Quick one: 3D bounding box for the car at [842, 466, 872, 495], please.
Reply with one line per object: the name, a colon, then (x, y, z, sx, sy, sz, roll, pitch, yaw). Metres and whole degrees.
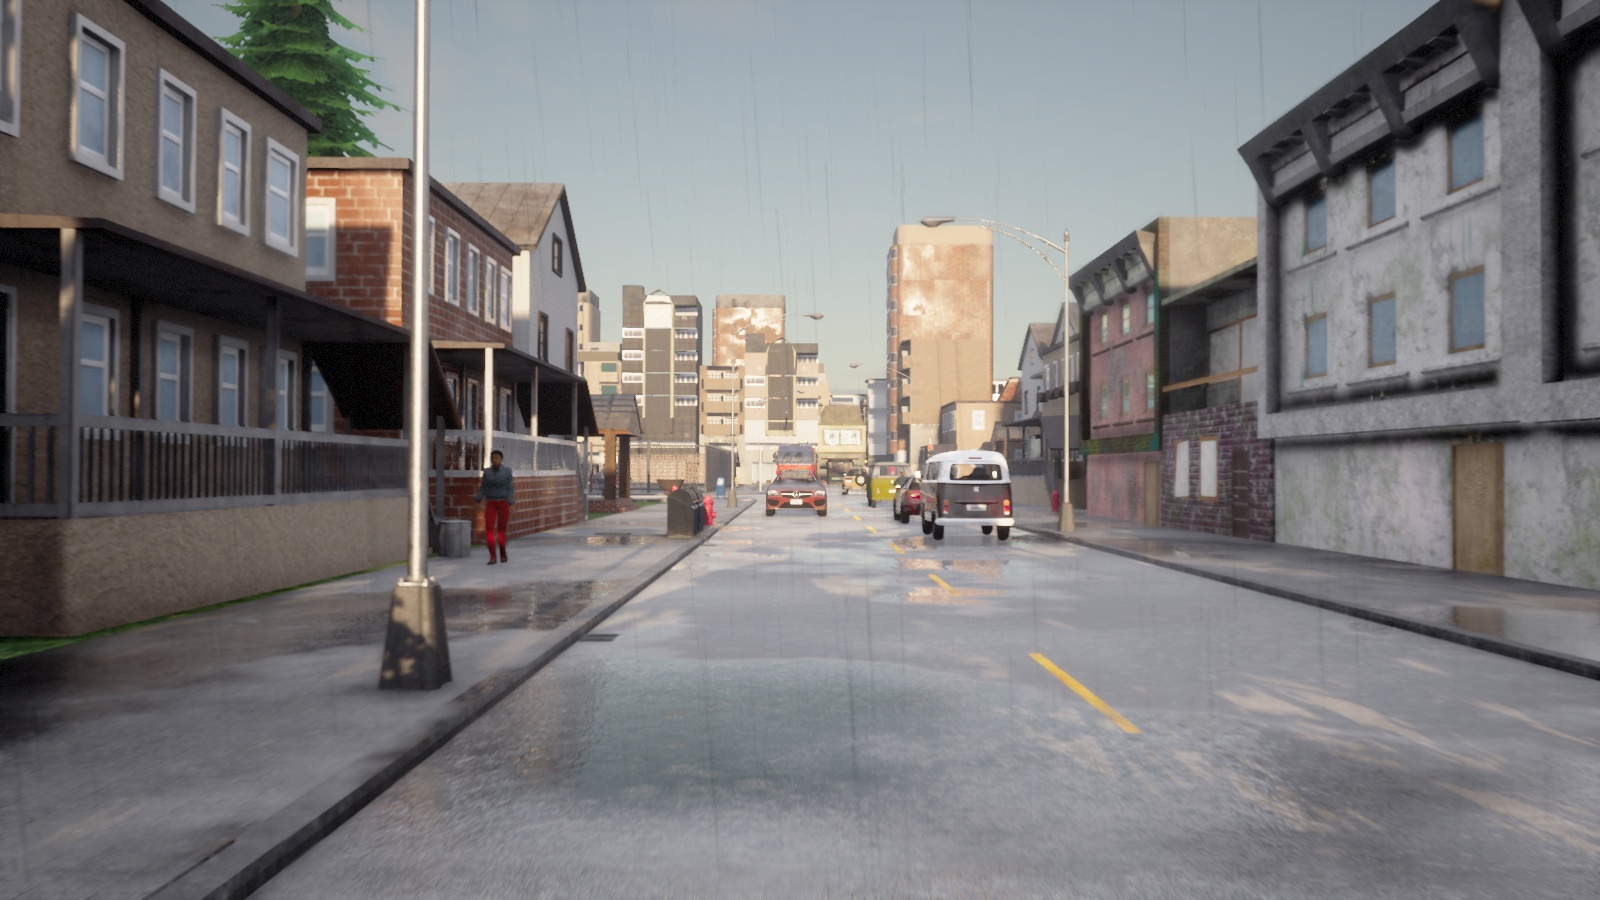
car: (3.805, 2.009, 83.228, 1.932, 1.855, 4.605, 0, -1, 3)

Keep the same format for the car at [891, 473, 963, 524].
car: (3.899, 1.468, 39.135, 1.816, 1.474, 4.193, 0, -1, 0)

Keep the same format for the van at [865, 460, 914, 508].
van: (3.868, 1.472, 54.956, 1.775, 1.987, 4.442, 0, -1, -1)

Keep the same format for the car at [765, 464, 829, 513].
car: (-0.116, 1.345, 44.900, 2.152, 1.651, 5.027, 0, -1, 0)

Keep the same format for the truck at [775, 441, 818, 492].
truck: (-0.176, 1.284, 97.592, 2.891, 3.827, 8.468, 0, -1, 3)

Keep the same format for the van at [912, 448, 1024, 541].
van: (3.921, 1.026, 30.106, 2.069, 2.038, 4.480, 0, -1, 0)

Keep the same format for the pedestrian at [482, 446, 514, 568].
pedestrian: (-4.667, 0.868, 19.396, 0.353, 1.847, 0.614, 0, -1, -1)
